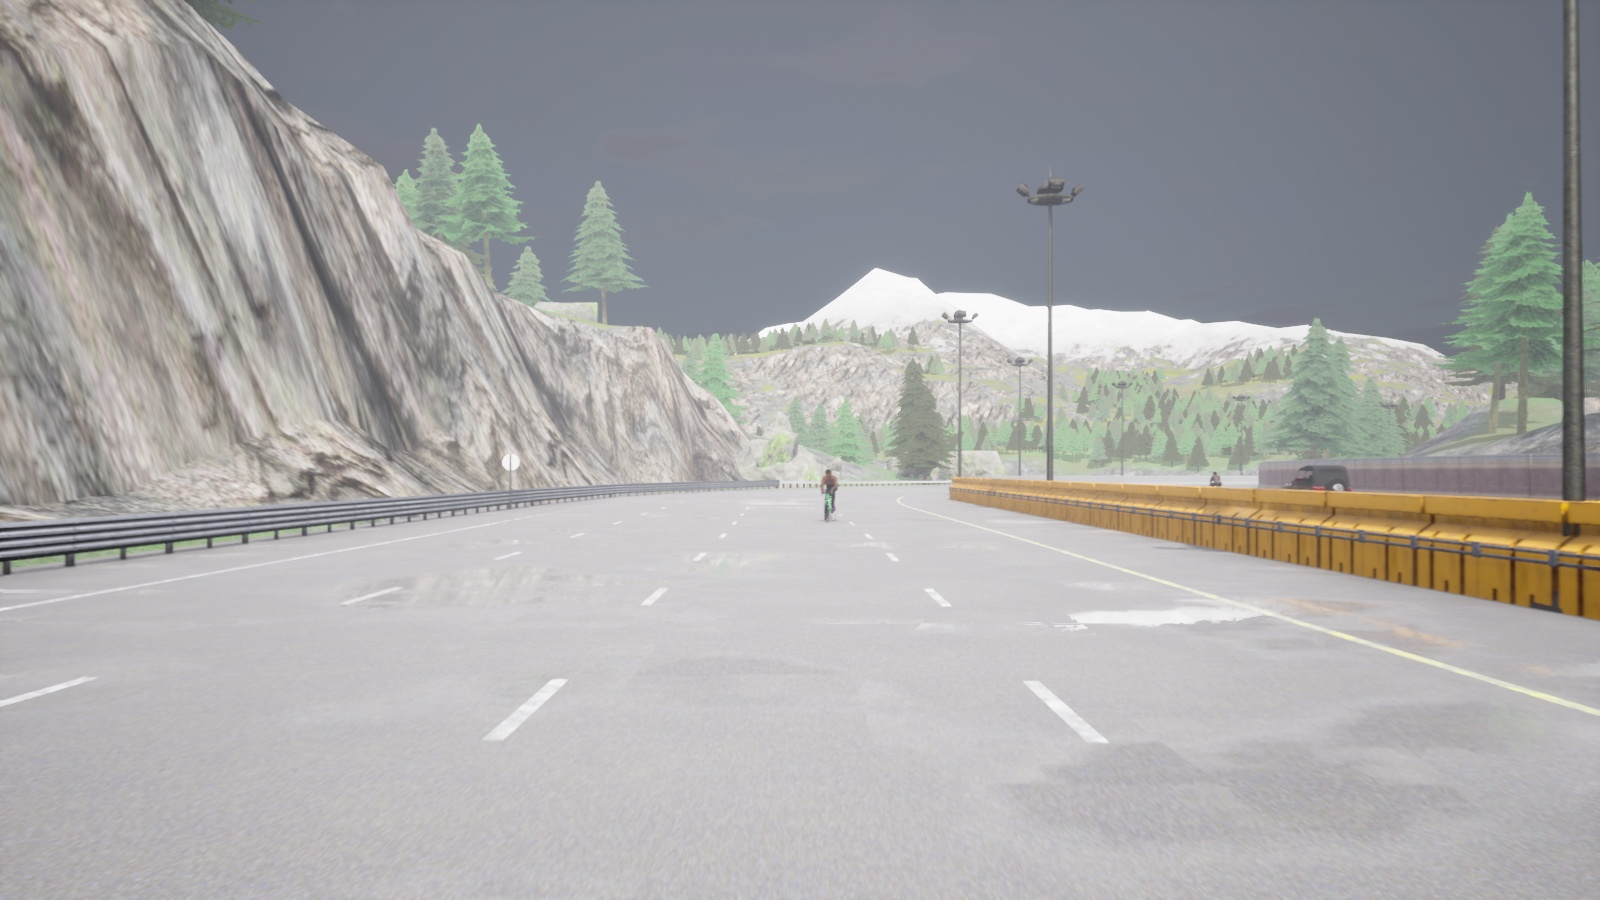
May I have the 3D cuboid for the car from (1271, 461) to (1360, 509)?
[{"bbox_3d":[20.622,1.373,50.401,1.905,1.878,3.866,0,-1,-1],"label":"car"}]

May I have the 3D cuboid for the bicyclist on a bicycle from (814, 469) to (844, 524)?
[{"bbox_3d":[0.902,1.405,38.306,0.582,1.620,1.656,0,-1,13],"label":"bicyclist on a bicycle"}]
